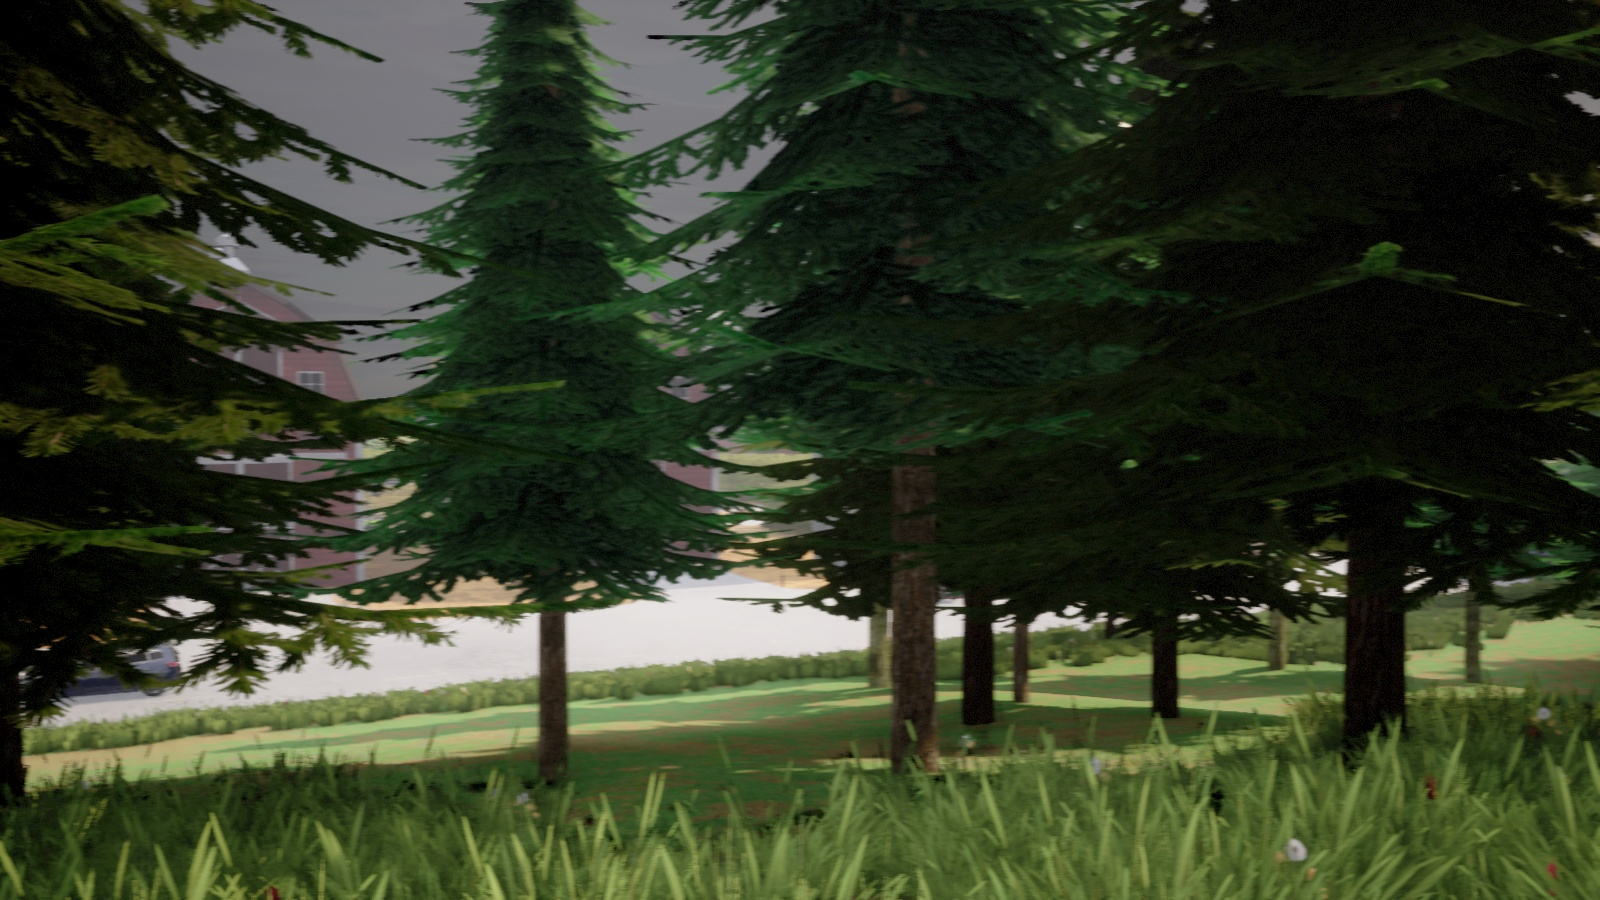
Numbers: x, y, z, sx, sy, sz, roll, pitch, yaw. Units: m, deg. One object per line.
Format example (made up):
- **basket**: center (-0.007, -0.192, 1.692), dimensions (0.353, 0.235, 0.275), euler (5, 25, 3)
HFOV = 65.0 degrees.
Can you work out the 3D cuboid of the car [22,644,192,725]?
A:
- **car**: center (-22.074, 7.434, 40.195), dimensions (4.611, 1.667, 2.242), euler (-2, 2, -27)
